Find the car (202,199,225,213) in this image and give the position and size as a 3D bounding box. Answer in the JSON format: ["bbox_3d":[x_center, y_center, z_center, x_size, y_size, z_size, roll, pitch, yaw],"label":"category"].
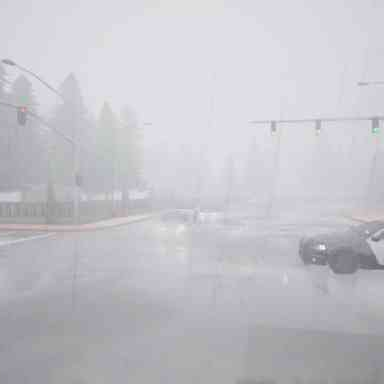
[{"bbox_3d":[2.270,1.502,36.507,1.994,1.385,4.181,0,0,20],"label":"car"}]

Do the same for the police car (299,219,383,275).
[{"bbox_3d":[5.758,1.499,9.569,4.974,1.542,2.038,0,0,12],"label":"police car"}]

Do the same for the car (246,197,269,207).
[{"bbox_3d":[9.897,1.439,49.759,1.812,1.442,4.674,0,0,41],"label":"car"}]

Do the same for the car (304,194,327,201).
[{"bbox_3d":[22.419,1.087,60.095,5.008,1.535,1.882,0,0,-28],"label":"car"}]

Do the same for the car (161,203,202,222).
[{"bbox_3d":[-0.847,1.557,25.900,1.895,1.301,4.718,0,0,14],"label":"car"}]
